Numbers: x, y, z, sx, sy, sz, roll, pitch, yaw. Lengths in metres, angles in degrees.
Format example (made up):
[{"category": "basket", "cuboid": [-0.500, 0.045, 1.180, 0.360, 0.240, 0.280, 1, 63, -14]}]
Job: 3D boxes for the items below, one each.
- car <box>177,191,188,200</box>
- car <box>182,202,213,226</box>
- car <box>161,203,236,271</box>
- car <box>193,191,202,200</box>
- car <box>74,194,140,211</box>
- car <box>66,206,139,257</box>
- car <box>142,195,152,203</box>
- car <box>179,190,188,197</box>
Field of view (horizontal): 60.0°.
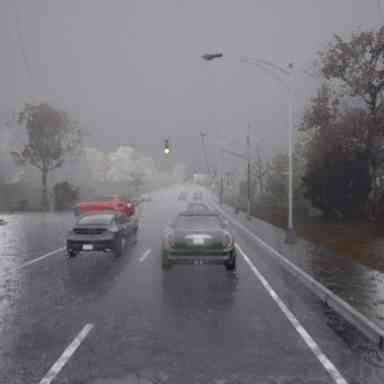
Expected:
[{"category": "car", "cuboid": [-2.251, 1.079, 74.033, 2.033, 1.411, 5.357, 0, 3, 1]}, {"category": "car", "cuboid": [0.412, 1.556, 24.736, 2.033, 1.411, 5.357, 0, 0, 1]}, {"category": "car", "cuboid": [0.202, 1.356, 11.130, 2.097, 1.767, 4.553, 0, 0, 1]}, {"category": "car", "cuboid": [1.249, 1.080, 73.966, 2.033, 1.411, 5.357, 0, 3, 1]}, {"category": "car", "cuboid": [-7.494, 1.230, 28.284, 5.566, 2.045, 2.150, 0, -2, 29]}, {"category": "car", "cuboid": [-3.278, 1.508, 12.983, 1.837, 1.490, 4.892, 0, 0, 1]}, {"category": "car", "cuboid": [-9.354, 1.289, 68.697, 1.882, 1.535, 5.008, 0, 2, 1]}, {"category": "car", "cuboid": [-2.051, 0.386, 84.449, 2.033, 1.411, 5.357, 0, 3, 1]}]
